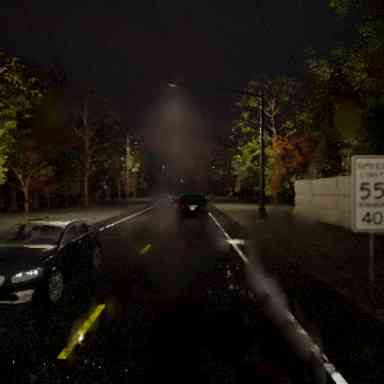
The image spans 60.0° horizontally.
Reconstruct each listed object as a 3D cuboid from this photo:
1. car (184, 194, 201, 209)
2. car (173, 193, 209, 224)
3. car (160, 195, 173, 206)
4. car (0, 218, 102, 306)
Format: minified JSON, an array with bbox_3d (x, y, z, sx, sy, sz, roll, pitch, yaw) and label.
[{"bbox_3d":[0.076,1.137,42.114,2.097,1.767,4.553,0,0,0],"label":"car"},{"bbox_3d":[0.061,1.105,23.739,2.150,2.045,5.566,-1,1,1],"label":"car"},{"bbox_3d":[-3.601,1.229,49.653,2.128,1.511,4.902,0,0,0],"label":"car"},{"bbox_3d":[-3.590,1.436,8.110,2.128,1.511,4.902,2,0,0],"label":"car"}]
